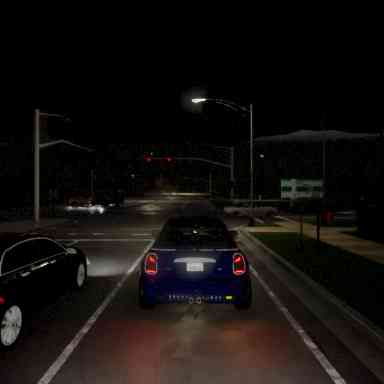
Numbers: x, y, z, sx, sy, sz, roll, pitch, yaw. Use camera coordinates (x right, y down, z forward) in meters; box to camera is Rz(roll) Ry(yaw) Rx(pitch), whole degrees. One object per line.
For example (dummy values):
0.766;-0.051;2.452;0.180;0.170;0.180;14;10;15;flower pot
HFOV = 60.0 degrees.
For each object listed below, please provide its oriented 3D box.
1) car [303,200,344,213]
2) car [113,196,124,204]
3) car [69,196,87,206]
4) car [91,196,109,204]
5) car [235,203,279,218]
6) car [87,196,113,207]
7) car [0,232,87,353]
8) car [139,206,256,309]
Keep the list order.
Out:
14.368;1.564;36.586;4.181;1.385;1.994;0;0;0;car
-14.355;1.547;63.367;2.033;1.411;5.357;0;0;1;car
-18.014;1.477;53.384;1.882;1.535;5.008;0;0;1;car
-17.817;1.492;64.675;2.128;1.511;4.902;0;0;1;car
5.241;1.601;29.654;4.718;1.301;1.895;0;0;0;car
-14.533;1.601;52.699;1.895;1.301;4.718;0;0;1;car
-3.443;1.505;6.120;1.837;1.490;4.892;0;0;0;car
0.067;1.352;8.026;2.097;1.767;4.553;0;0;0;car
